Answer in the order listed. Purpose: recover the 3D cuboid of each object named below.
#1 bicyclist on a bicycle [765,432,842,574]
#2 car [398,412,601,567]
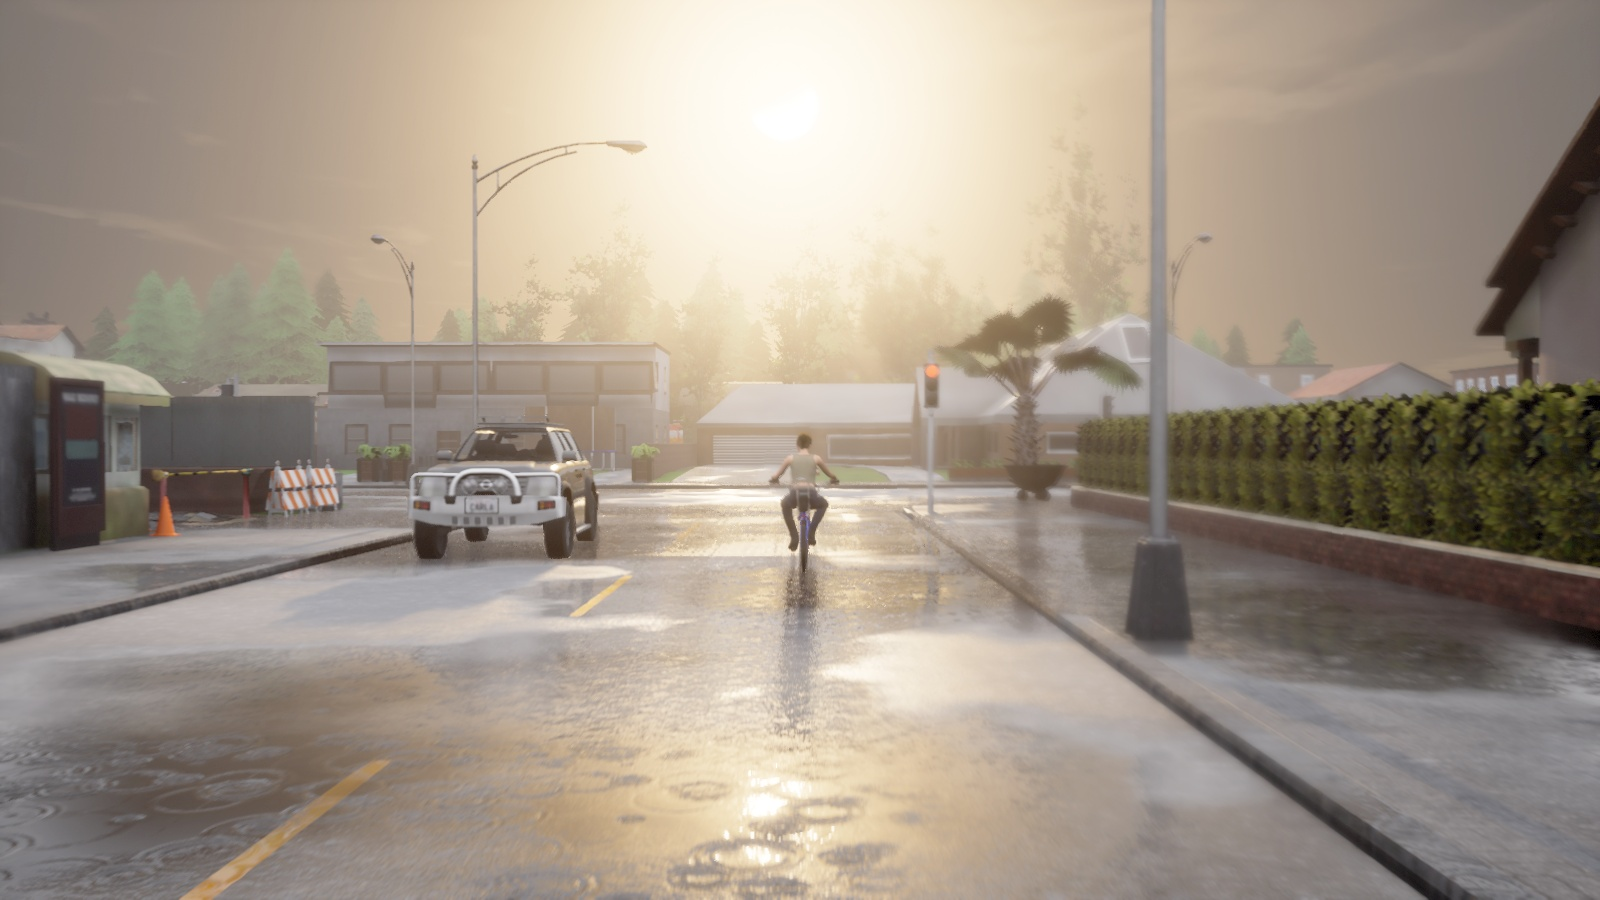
[{"bbox_3d":[0.058,0.599,14.992,0.866,1.612,1.509,0,0,1],"label":"bicyclist on a bicycle"},{"bbox_3d":[-3.987,0.462,17.447,1.932,1.855,4.605,0,0,-3],"label":"car"}]
